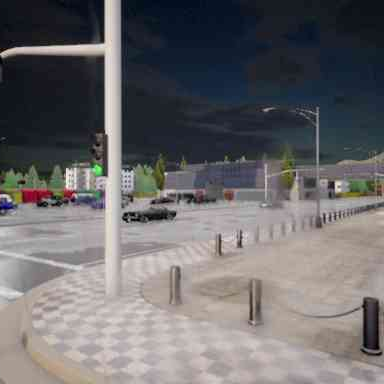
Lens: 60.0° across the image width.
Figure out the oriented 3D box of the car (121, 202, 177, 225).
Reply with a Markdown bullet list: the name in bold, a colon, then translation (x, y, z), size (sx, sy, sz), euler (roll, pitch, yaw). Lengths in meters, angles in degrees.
- **car**: translation (-3.301, 1.744, 26.015), size (1.895, 1.301, 4.718), euler (0, 0, 36)

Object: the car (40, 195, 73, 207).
- **car**: translation (-25.668, 1.494, 63.263), size (1.932, 1.855, 4.605), euler (0, 0, 36)

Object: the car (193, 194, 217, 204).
- **car**: translation (2.825, 1.382, 64.062), size (1.932, 1.855, 4.605), euler (0, 0, 36)

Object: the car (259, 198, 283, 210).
- **car**: translation (10.847, 1.634, 45.338), size (2.128, 1.511, 4.902), euler (0, 0, 37)

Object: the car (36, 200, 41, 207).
- **car**: translation (-27.964, 1.719, 65.027), size (1.784, 1.438, 3.905), euler (0, 0, 36)

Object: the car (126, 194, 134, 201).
- **car**: translation (-15.318, 1.496, 77.399), size (1.905, 1.878, 3.866), euler (0, 0, 36)

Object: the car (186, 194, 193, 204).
- **car**: translation (0.524, 1.399, 65.819), size (1.905, 1.878, 3.866), euler (0, 0, 36)

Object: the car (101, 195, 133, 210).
- **car**: translation (-11.991, 1.652, 53.337), size (1.970, 1.475, 3.806), euler (0, 0, 36)

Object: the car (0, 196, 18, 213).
- **car**: translation (-25.576, 1.682, 44.575), size (1.970, 1.475, 3.806), euler (0, 0, 36)
